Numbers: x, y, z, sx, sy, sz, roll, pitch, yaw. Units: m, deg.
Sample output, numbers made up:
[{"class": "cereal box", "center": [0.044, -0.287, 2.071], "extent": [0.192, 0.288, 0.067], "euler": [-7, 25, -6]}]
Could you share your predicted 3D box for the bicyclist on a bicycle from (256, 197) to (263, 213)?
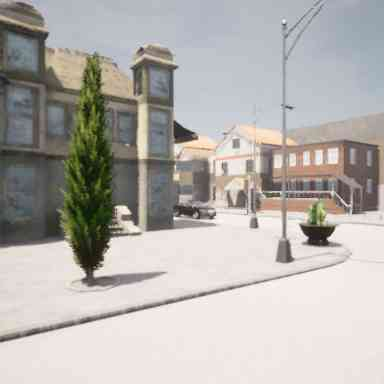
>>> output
[{"class": "bicyclist on a bicycle", "center": [6.737, 1.377, 34.088], "extent": [1.656, 1.620, 0.582], "euler": [0, 0, -36]}]

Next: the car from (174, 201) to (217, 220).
[{"class": "car", "center": [0.171, 1.511, 28.832], "extent": [2.128, 1.511, 4.902], "euler": [0, 0, -36]}]
